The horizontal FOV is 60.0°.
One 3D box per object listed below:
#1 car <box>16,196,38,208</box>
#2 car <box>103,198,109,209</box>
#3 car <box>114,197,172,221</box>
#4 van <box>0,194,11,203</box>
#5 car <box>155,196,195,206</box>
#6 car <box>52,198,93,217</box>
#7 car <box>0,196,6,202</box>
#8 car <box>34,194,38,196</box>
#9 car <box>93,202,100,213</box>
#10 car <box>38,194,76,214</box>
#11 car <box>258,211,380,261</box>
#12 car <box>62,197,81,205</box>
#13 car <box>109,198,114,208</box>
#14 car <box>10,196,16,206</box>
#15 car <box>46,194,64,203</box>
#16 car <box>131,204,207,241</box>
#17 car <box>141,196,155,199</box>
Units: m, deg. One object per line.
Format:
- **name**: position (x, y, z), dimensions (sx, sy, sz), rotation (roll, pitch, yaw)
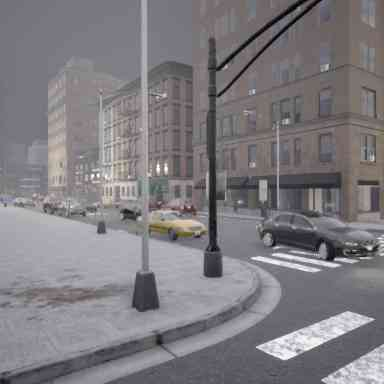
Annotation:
- **car**: position (-24.487, 1.592, 49.387), dimensions (1.802, 1.307, 4.206), rotation (0, 0, -36)
- **car**: position (-11.447, 1.497, 45.054), dimensions (1.752, 1.417, 4.829), rotation (0, 0, -36)
- **car**: position (-3.855, 1.481, 25.205), dimensions (1.882, 1.535, 5.008), rotation (0, 1, -36)
- **van**: position (-37.765, 1.348, 67.734), dimensions (1.690, 1.788, 3.998), rotation (0, 0, -36)
- **car**: position (-1.390, 1.415, 31.155), dimensions (1.967, 1.590, 4.097), rotation (0, 0, -36)
- **car**: position (-11.211, 1.565, 31.039), dimensions (2.008, 1.369, 4.403), rotation (0, 0, -36)
- **car**: position (-44.402, 1.557, 76.908), dimensions (2.008, 1.369, 4.403), rotation (0, 0, -36)
- **car**: position (-34.581, 1.533, 77.025), dimensions (1.947, 1.339, 4.313), rotation (0, 0, -36)
- **car**: position (-12.081, 1.505, 36.595), dimensions (1.837, 1.490, 4.892), rotation (0, 0, -36)
- **car**: position (-14.531, 1.328, 35.625), dimensions (2.192, 1.841, 5.009), rotation (0, 0, -36)
- **car**: position (4.495, 1.514, 12.555), dimensions (1.837, 1.490, 4.892), rotation (1, 0, -26)
- **car**: position (-21.305, 1.520, 58.678), dimensions (2.008, 1.369, 4.403), rotation (0, 0, -36)
- **car**: position (-8.028, 1.539, 40.330), dimensions (1.947, 1.339, 4.313), rotation (0, 0, -36)
- **car**: position (-27.707, 1.534, 53.836), dimensions (1.752, 1.417, 4.829), rotation (0, 0, -36)
- **car**: position (-27.944, 1.283, 67.850), dimensions (2.192, 1.841, 5.009), rotation (0, 0, -36)
- **car**: position (-1.154, 1.543, 17.140), dimensions (1.752, 1.417, 4.829), rotation (0, 0, -36)
- **car**: position (-4.710, 1.289, 35.742), dimensions (2.192, 1.841, 5.009), rotation (0, 0, -36)
